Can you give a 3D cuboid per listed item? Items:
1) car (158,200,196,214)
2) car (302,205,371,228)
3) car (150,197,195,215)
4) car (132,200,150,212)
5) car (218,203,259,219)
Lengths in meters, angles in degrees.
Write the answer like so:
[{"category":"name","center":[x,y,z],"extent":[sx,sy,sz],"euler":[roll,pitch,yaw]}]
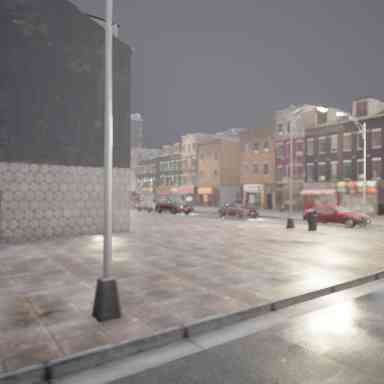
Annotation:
[{"category":"car","center":[-1.857,1.734,40.059],"extent":[2.033,1.411,5.357],"euler":[0,0,-35]},{"category":"car","center":[10.023,1.640,23.349],"extent":[1.812,1.442,4.674],"euler":[0,0,-35]},{"category":"car","center":[-2.099,1.472,36.003],"extent":[2.192,1.841,5.009],"euler":[0,0,-35]},{"category":"car","center":[-5.150,1.702,40.288],"extent":[1.752,1.417,4.829],"euler":[0,0,-35]},{"category":"car","center":[4.309,1.712,31.401],"extent":[1.994,1.385,4.181],"euler":[0,0,-34]}]
